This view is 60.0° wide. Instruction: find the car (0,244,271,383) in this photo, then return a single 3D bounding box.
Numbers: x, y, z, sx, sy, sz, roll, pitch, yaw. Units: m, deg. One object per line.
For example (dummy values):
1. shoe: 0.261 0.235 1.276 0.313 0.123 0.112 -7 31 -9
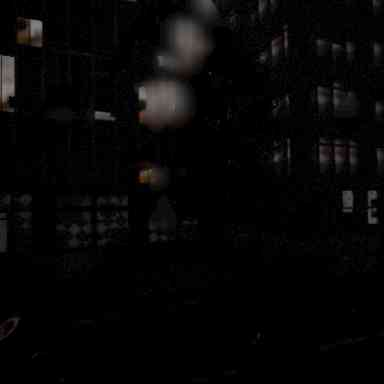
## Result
1. car: -0.906 1.602 5.092 4.097 1.590 1.967 0 -2 -25
